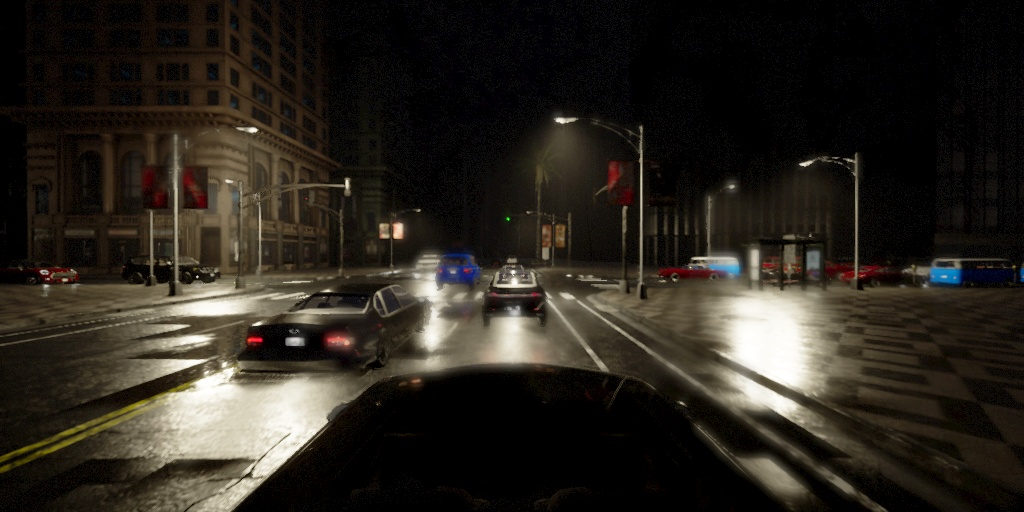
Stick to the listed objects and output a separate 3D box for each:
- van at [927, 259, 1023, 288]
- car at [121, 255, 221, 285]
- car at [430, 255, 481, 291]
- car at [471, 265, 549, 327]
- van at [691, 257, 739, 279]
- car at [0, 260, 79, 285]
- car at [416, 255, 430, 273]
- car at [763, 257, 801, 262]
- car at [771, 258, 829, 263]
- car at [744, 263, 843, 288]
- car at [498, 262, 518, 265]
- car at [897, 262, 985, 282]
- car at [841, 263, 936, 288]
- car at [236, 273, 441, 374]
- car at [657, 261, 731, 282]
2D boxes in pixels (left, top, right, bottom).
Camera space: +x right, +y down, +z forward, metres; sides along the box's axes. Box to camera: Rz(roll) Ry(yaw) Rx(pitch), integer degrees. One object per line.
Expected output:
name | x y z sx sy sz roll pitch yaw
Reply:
van | 28.430 1.047 22.052 3.998 1.789 1.690 0 0 0
car | -23.439 0.959 24.756 5.566 2.045 2.150 0 0 0
car | -3.145 0.941 21.858 2.150 2.045 5.566 0 0 0
car | 0.092 1.226 11.544 2.128 1.511 4.902 0 0 0
van | 17.072 1.016 30.575 3.998 1.789 1.690 0 0 0
car | -33.157 1.101 24.812 4.553 1.767 2.097 0 0 0
car | -9.836 0.905 43.131 2.150 2.045 5.566 0 0 0
car | 22.749 0.986 30.576 5.009 1.841 2.192 0 0 0
car | 23.342 1.160 27.909 5.008 1.535 1.882 0 0 0
car | 17.075 1.264 22.051 4.403 1.370 2.007 0 0 0
car | 0.105 1.311 26.226 1.895 1.301 4.718 0 0 0
car | 33.285 1.203 27.906 4.674 1.442 1.812 0 0 1
car | 22.753 1.291 22.051 4.207 1.307 1.802 0 0 0
car | -3.147 1.288 7.709 2.033 1.411 5.357 0 0 0
car | 13.900 1.290 27.910 4.718 1.301 1.895 0 0 2
